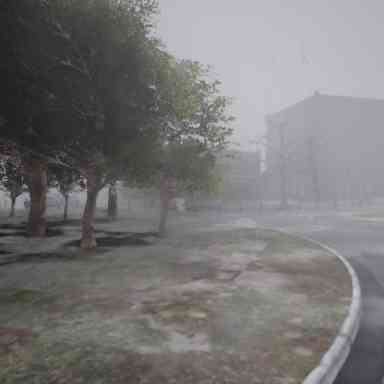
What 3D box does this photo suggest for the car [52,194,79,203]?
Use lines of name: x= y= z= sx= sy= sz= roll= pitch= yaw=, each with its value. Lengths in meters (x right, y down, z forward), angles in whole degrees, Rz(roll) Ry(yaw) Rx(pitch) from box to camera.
car: x=-24.252 y=1.602 z=64.061 sx=4.792 sy=1.488 sz=2.163 roll=0 pitch=0 yaw=-29

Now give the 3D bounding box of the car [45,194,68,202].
car: x=-30.962 y=1.363 z=76.095 sx=4.553 sy=1.767 sz=2.185 roll=0 pitch=1 yaw=-29

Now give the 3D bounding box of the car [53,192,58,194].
car: x=-26.867 y=1.426 z=68.826 sx=4.553 sy=1.767 sz=2.185 roll=0 pitch=0 yaw=-29

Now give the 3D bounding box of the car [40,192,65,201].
car: x=-35.055 y=1.159 z=83.356 sx=5.566 sy=2.045 sz=2.435 roll=0 pitch=1 yaw=-29

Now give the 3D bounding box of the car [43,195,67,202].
car: x=-32.420 y=1.461 z=78.608 sx=5.008 sy=1.535 sz=2.097 roll=0 pitch=1 yaw=-29

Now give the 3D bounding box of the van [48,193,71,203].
van: x=-28.423 y=1.310 z=71.286 sx=4.442 sy=1.987 sz=1.878 roll=0 pitch=1 yaw=-29

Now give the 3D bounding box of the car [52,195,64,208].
car: x=-22.047 y=1.686 z=51.834 sx=2.033 sy=1.411 sz=5.357 roll=0 pitch=0 yaw=-35

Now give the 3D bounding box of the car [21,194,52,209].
car: x=-21.647 y=1.373 z=46.253 sx=2.150 sy=2.045 sz=5.566 roll=0 pitch=0 yaw=-38
